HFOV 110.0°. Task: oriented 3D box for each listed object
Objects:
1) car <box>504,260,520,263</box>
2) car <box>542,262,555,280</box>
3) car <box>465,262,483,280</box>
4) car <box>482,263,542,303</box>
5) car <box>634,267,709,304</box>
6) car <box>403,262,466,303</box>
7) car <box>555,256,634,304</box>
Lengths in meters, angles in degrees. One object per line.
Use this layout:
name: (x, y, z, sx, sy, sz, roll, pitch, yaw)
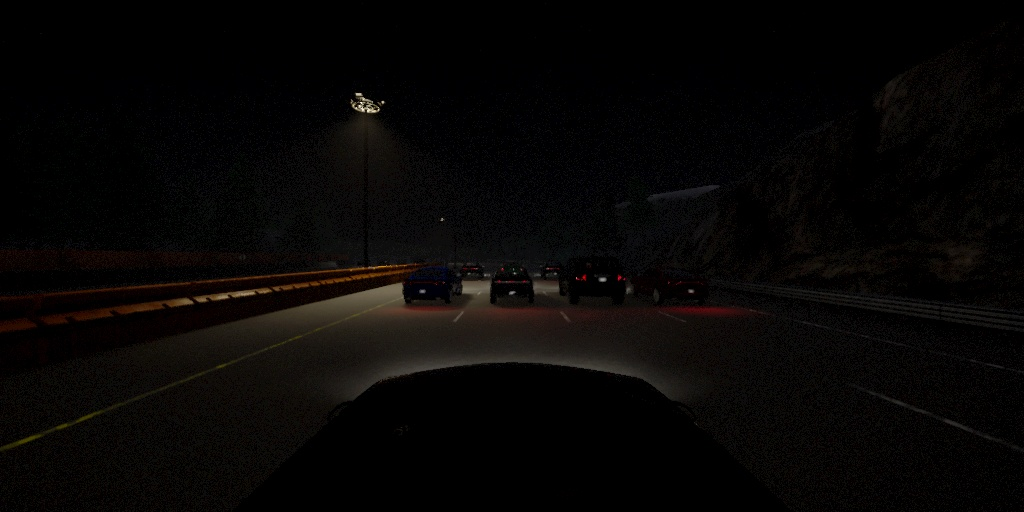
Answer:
car: (0.023, 1.114, 31.459, 2.097, 1.767, 4.553, 0, 0, 0)
car: (3.523, 1.243, 31.485, 2.128, 1.511, 4.902, 0, 0, 0)
car: (-3.477, 1.243, 31.493, 2.128, 1.511, 4.902, 0, 0, 0)
car: (0.005, 1.242, 16.489, 2.128, 1.511, 4.902, 0, 0, 0)
car: (7.005, 1.232, 16.480, 1.882, 1.535, 5.008, 0, 0, 0)
car: (-3.495, 1.232, 16.493, 1.882, 1.535, 5.008, 0, 0, 0)
car: (3.505, 1.005, 16.515, 2.150, 2.045, 5.566, 0, 0, 0)
